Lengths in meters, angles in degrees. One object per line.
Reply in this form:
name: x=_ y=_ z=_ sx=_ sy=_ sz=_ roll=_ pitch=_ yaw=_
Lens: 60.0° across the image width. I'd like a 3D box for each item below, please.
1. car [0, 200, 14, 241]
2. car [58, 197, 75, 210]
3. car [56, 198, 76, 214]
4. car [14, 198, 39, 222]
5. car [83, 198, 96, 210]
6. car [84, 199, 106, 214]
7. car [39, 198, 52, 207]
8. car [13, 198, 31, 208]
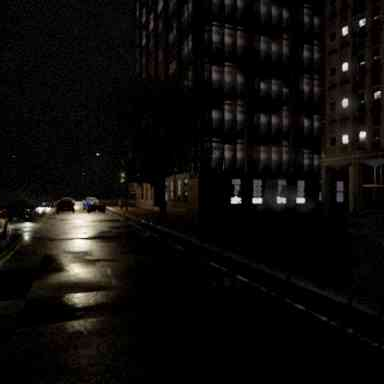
car: x=-9.274 y=1.281 z=13.957 sx=2.150 sy=2.045 sz=5.566 roll=0 pitch=-1 yaw=-20
car: x=-17.713 y=1.570 z=47.063 sx=2.097 sy=1.767 sz=4.553 roll=0 pitch=0 yaw=-19
car: x=-14.438 y=1.655 z=38.126 sx=1.882 sy=1.535 sz=5.008 roll=0 pitch=0 yaw=-20
car: x=-14.186 y=1.471 z=27.385 sx=2.097 sy=1.767 sz=4.553 roll=0 pitch=0 yaw=-20
car: x=-14.459 y=1.580 z=47.504 sx=2.097 sy=1.767 sz=4.553 roll=0 pitch=0 yaw=-20
car: x=-11.097 y=1.788 z=38.303 sx=1.895 sy=1.301 sz=4.718 roll=0 pitch=0 yaw=-20
car: x=-24.084 y=1.733 z=54.532 sx=2.128 sy=1.511 sz=4.902 roll=0 pitch=0 yaw=-20
car: x=-26.983 y=1.703 z=52.997 sx=1.882 sy=1.535 sz=5.008 roll=0 pitch=0 yaw=-20
